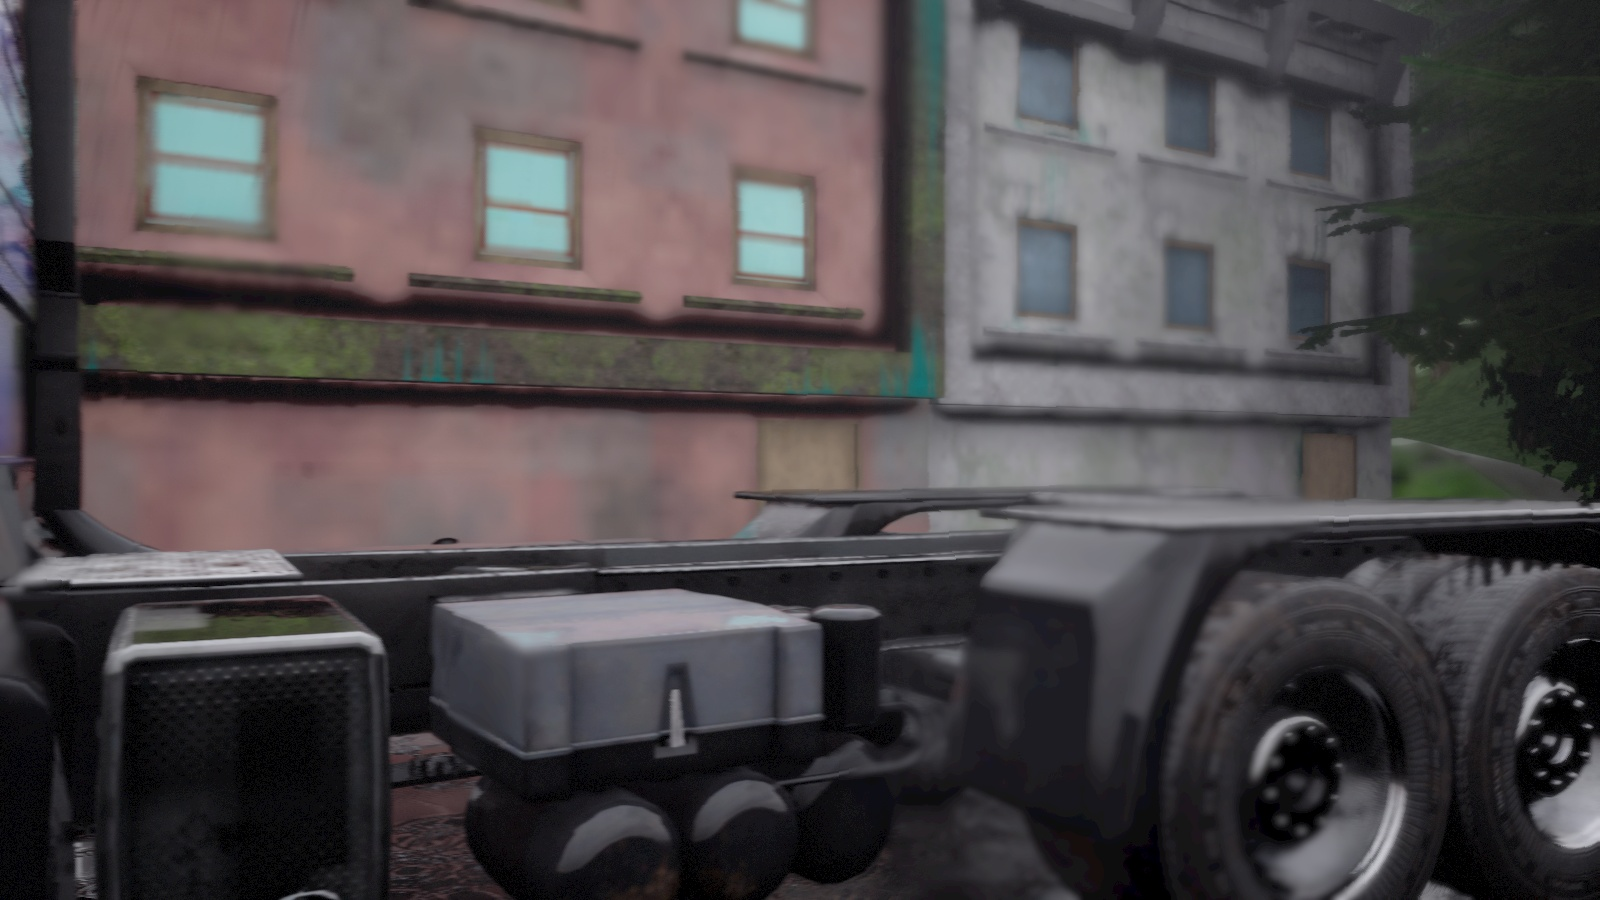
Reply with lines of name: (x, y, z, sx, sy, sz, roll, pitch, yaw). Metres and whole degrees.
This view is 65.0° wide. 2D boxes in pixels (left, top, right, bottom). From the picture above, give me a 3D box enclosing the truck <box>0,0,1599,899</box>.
truck: (-0.560, -0.226, 3.958, 7.936, 3.462, 2.891, 0, 0, -27)
